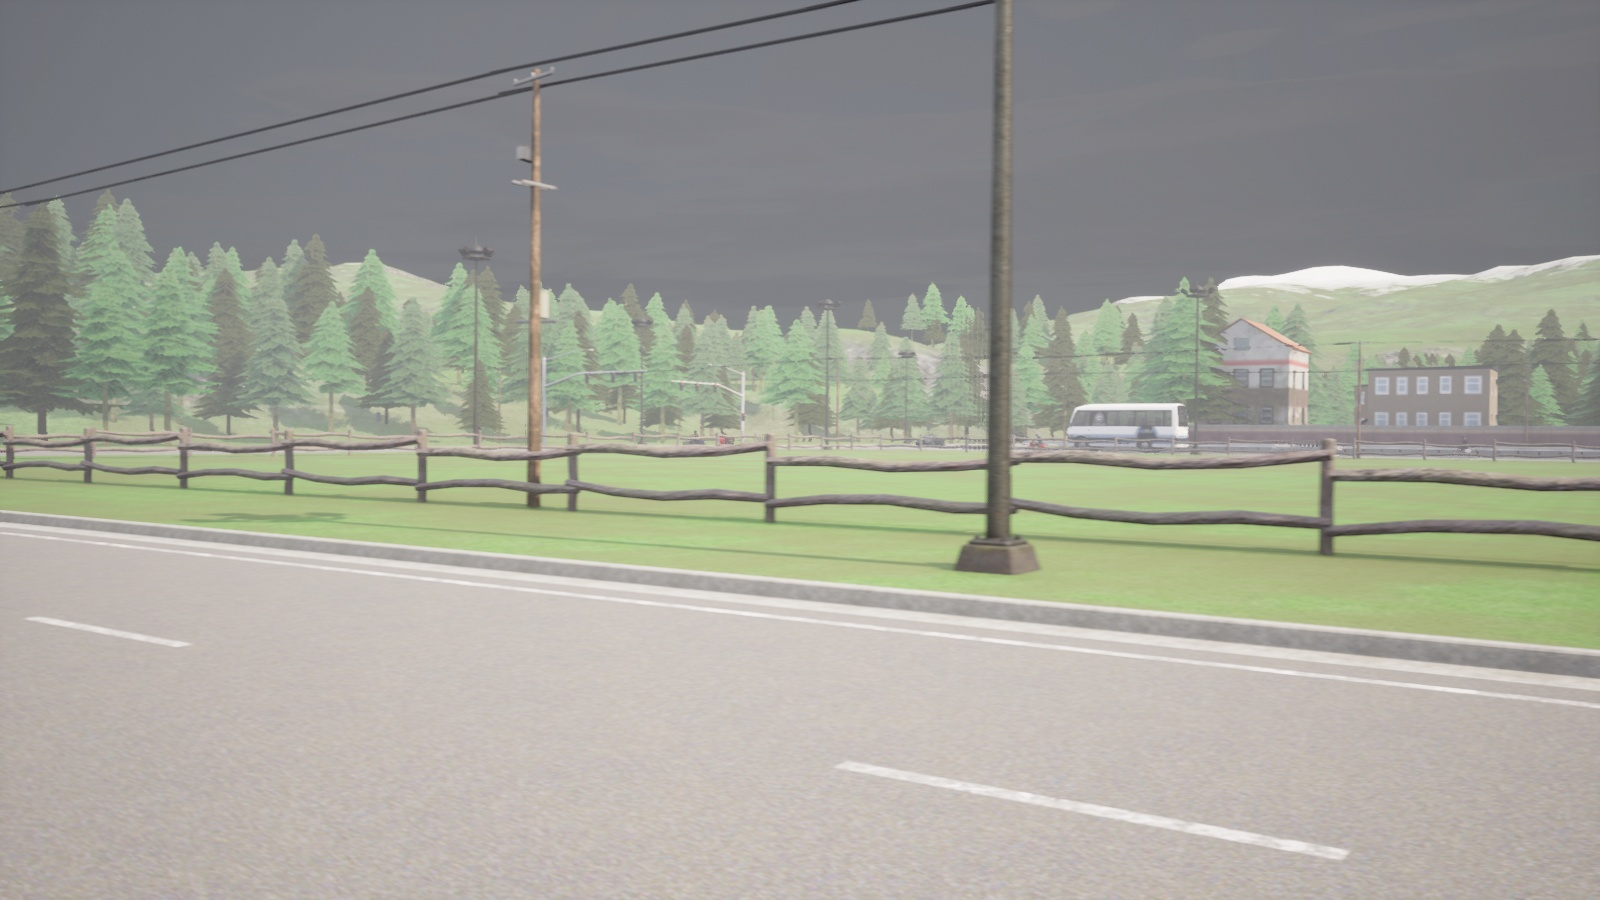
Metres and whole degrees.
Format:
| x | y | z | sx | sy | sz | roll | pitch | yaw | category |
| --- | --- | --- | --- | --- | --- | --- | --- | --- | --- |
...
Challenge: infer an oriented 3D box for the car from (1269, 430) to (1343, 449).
| x | y | z | sx | sy | sz | roll | pitch | yaw | category |
| --- | --- | --- | --- | --- | --- | --- | --- | --- | --- |
| 36.730 | -0.755 | 91.203 | 4.718 | 1.301 | 1.895 | 0 | 1 | 34 | car |
